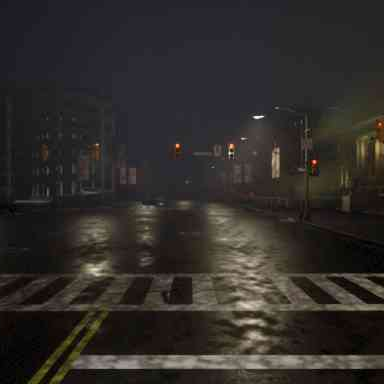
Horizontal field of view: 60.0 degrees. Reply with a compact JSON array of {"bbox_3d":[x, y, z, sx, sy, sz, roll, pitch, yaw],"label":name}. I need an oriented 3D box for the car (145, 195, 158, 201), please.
[{"bbox_3d":[-9.990,1.495,82.269,1.837,1.490,4.892,0,0,-25],"label":"car"}]

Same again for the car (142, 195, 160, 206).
[{"bbox_3d":[-7.008,1.544,54.865,2.033,1.411,5.357,0,0,0],"label":"car"}]

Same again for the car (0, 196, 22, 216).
[{"bbox_3d":[-19.149,1.476,31.953,5.008,1.535,1.882,0,1,-11],"label":"car"}]

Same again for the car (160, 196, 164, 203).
[{"bbox_3d":[-6.955,1.474,68.998,1.882,1.535,5.008,0,0,1],"label":"car"}]
